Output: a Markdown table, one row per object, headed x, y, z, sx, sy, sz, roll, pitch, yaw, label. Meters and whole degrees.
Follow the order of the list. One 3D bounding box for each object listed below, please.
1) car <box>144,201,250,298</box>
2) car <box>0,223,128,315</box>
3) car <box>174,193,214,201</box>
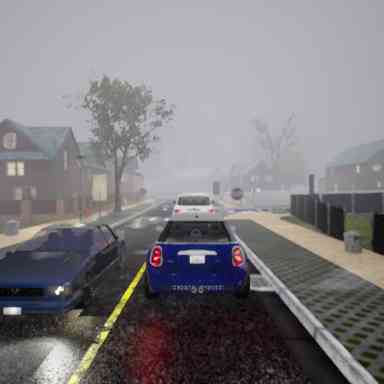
| x | y | z | sx | sy | sz | roll | pitch | yaw | label |
| --- | --- | --- | --- | --- | --- | --- | --- | --- | --- |
| 0.102 | 1.276 | 8.448 | 2.097 | 1.767 | 4.553 | 0 | 1 | 0 | car |
| -2.842 | 1.476 | 7.929 | 2.033 | 1.411 | 5.357 | 0 | 1 | 0 | car |
| 0.104 | 1.055 | 18.325 | 2.150 | 2.045 | 5.566 | 0 | 1 | 0 | car |
